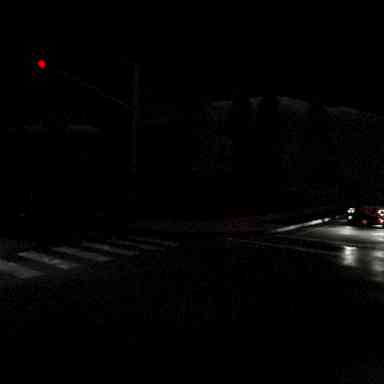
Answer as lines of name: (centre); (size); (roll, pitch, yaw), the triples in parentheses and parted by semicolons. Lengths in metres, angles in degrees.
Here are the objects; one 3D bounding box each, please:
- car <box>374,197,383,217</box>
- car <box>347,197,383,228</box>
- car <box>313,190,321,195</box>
car: (17.058, 1.225, 28.100); (2.128, 1.511, 4.902); (3, 2, 38)
car: (11.201, 1.113, 20.627); (2.097, 1.767, 4.553); (3, 2, 38)
car: (28.540, -0.089, 77.437); (1.932, 1.855, 4.605); (3, 2, 37)
